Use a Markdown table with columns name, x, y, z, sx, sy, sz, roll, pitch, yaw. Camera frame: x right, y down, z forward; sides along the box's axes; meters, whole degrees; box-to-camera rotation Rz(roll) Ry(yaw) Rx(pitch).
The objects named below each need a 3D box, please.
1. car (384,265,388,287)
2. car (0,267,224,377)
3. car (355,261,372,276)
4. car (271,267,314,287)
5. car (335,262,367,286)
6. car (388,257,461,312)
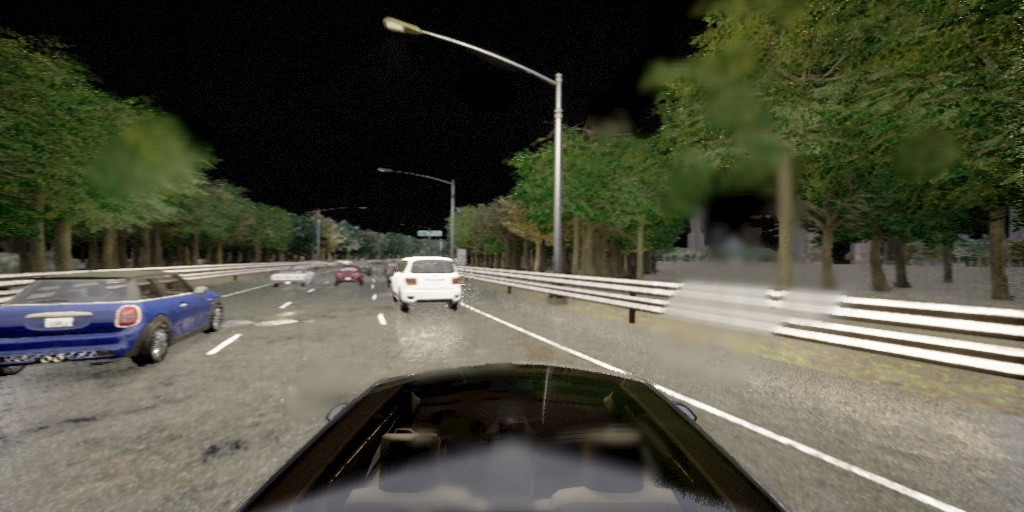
| name | x | y | z | sx | sy | sz | roll | pitch | yaw |
| --- | --- | --- | --- | --- | --- | --- | --- | --- | --- |
| car | -8.220 | 1.514 | 26.133 | 1.895 | 1.301 | 4.718 | 1 | -1 | -21 |
| car | -8.020 | 1.084 | 7.627 | 2.097 | 1.767 | 4.553 | 1 | -1 | -24 |
| car | -17.088 | 1.315 | 40.739 | 2.097 | 1.767 | 4.553 | 1 | -1 | -19 |
| car | -15.200 | 1.434 | 25.128 | 1.895 | 1.301 | 4.718 | 1 | -1 | -21 |
| car | -12.110 | 1.407 | 26.896 | 1.812 | 1.442 | 4.674 | 1 | -1 | -21 |
| car | -3.743 | 1.071 | 15.068 | 2.150 | 2.045 | 5.566 | 1 | -1 | -23 |
